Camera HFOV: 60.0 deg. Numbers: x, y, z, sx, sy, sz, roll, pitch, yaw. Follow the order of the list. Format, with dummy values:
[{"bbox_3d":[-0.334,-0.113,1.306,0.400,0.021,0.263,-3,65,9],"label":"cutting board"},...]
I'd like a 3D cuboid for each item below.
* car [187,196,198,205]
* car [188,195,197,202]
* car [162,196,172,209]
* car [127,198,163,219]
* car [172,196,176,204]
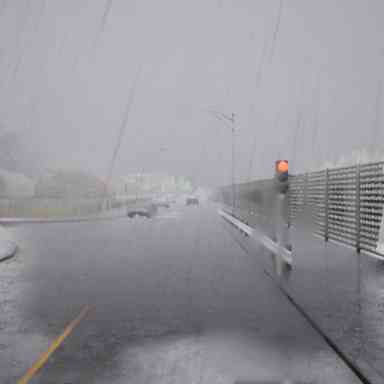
[{"bbox_3d":[0.110,1.467,58.563,1.882,1.535,5.008,0,0,0],"label":"car"},{"bbox_3d":[0.006,1.526,77.488,2.033,1.411,5.357,0,0,0],"label":"car"},{"bbox_3d":[-4.089,1.518,45.340,1.812,1.442,4.674,0,0,0],"label":"car"},{"bbox_3d":[-4.242,1.542,29.604,2.033,1.411,5.357,0,0,5],"label":"car"},{"bbox_3d":[-4.052,1.482,61.948,2.128,1.511,4.902,0,0,0],"label":"car"}]
